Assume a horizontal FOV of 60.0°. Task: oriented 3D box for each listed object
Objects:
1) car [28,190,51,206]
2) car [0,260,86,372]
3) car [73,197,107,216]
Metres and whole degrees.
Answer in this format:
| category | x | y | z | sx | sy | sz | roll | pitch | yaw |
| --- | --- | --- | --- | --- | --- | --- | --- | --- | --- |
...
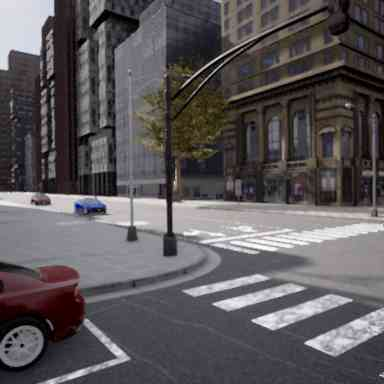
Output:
| category | x | y | z | sx | sy | sz | roll | pitch | yaw |
| --- | --- | --- | --- | --- | --- | --- | --- | --- | --- |
| car | -21.935 | 0.987 | 48.188 | 2.097 | 1.767 | 4.553 | -1 | 1 | -36 |
| car | -3.644 | 1.546 | 4.045 | 4.507 | 1.381 | 1.887 | 0 | -1 | -36 |
| car | -9.574 | 1.282 | 31.062 | 1.882 | 1.535 | 5.008 | -1 | 1 | -36 |
